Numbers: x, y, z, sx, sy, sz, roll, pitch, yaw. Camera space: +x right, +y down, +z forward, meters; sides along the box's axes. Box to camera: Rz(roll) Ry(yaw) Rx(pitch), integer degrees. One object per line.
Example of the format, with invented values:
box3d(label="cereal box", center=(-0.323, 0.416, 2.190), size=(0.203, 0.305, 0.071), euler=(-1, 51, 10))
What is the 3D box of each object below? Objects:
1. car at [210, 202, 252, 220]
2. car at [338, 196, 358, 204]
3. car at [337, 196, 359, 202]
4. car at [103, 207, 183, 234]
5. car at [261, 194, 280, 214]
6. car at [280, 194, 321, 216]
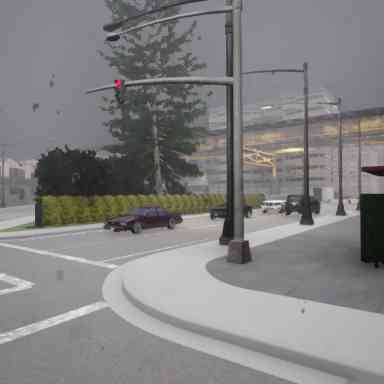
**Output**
box3d(label="car", center=(3.393, 1.534, 28.497), size=(1.882, 1.535, 5.008), euler=(-1, 0, 36))
box3d(label="car", center=(31.907, 1.521, 67.979), size=(4.974, 1.542, 2.038), euler=(0, 0, -29))
box3d(label="car", center=(31.951, 1.364, 68.006), size=(4.536, 1.218, 1.853), euler=(0, 0, -29))
box3d(label="car", center=(-2.728, 1.602, 20.050), size=(2.033, 1.411, 5.357), euler=(-1, 0, 36))
box3d(label="car", center=(9.696, 1.280, 37.161), size=(2.150, 2.045, 5.566), euler=(-1, 0, 36))
box3d(label="car", center=(10.929, 1.245, 32.630), size=(2.150, 2.045, 5.566), euler=(-1, 0, 36))
